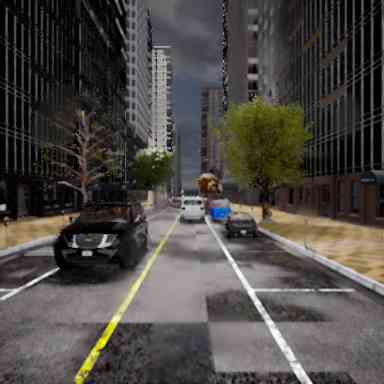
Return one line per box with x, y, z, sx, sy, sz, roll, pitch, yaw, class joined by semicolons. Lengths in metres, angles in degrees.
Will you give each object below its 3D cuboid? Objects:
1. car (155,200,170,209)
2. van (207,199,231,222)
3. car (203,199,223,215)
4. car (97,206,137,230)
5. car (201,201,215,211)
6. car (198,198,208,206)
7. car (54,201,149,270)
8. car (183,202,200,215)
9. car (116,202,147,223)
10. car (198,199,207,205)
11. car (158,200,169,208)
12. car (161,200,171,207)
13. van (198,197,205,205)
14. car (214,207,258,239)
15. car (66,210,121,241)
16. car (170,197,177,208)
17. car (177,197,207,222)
-5.369;2.195;58.101;2.008;1.369;4.403;-1;-1;0;car
2.529;1.671;29.899;1.690;1.788;3.998;-1;-1;0;van
2.521;1.770;41.196;2.192;1.841;5.009;-1;-1;0;car
-5.346;1.811;24.213;1.887;1.381;4.507;-1;-1;0;car
2.516;2.126;52.490;1.887;1.381;4.507;-1;-1;0;car
2.497;2.274;75.085;1.967;1.590;4.097;-1;-1;0;car
-2.858;1.352;11.832;2.150;2.045;5.566;0;-1;0;car
0.000;2.009;41.719;2.033;1.411;5.357;0;-1;0;car
-5.349;1.769;29.861;1.967;1.590;4.097;-1;-1;0;car
2.495;2.443;80.732;1.887;1.381;4.507;-1;-1;0;car
-5.372;2.289;63.749;1.802;1.307;4.206;-1;-1;0;car
-5.377;2.315;69.397;1.887;1.381;4.507;-1;-1;0;car
2.487;2.302;86.382;1.690;1.788;3.998;-1;-1;0;van
2.541;1.755;18.600;2.008;1.369;4.403;-1;-1;0;car
-5.339;1.786;18.563;1.802;1.307;4.206;-1;-1;0;car
-2.818;2.040;62.124;2.097;1.767;4.553;0;-1;0;car
0.059;1.555;30.242;2.150;2.045;5.566;0;-1;0;car
